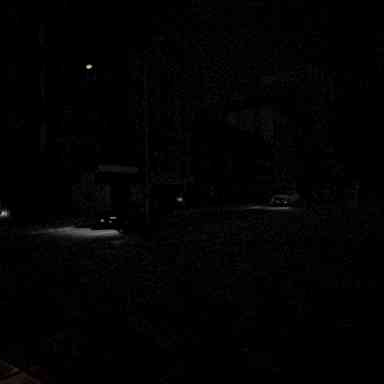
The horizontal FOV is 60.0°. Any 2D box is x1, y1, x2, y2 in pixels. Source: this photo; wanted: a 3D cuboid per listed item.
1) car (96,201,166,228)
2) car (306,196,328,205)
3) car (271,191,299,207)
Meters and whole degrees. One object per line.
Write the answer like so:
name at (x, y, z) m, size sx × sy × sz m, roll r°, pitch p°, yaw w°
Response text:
car at (-3.625, 1.321, 20.509) m, size 1.837 × 1.490 × 4.892 m, roll -1°, pitch 0°, yaw 34°
car at (17.427, 1.187, 46.190) m, size 1.895 × 1.301 × 4.718 m, roll -1°, pitch -1°, yaw 34°
car at (12.227, 0.871, 43.531) m, size 2.150 × 2.045 × 5.566 m, roll -1°, pitch -1°, yaw 35°
